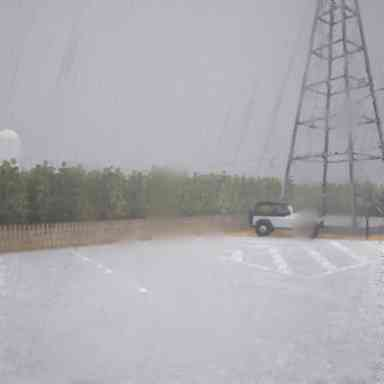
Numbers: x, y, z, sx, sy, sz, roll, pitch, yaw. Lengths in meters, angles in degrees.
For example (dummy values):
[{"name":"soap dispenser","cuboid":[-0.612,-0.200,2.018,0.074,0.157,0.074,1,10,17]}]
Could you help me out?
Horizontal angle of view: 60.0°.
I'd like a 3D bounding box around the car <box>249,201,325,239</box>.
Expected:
[{"name":"car","cuboid":[4.990,1.417,17.746,3.866,1.878,1.905,0,0,23]}]
